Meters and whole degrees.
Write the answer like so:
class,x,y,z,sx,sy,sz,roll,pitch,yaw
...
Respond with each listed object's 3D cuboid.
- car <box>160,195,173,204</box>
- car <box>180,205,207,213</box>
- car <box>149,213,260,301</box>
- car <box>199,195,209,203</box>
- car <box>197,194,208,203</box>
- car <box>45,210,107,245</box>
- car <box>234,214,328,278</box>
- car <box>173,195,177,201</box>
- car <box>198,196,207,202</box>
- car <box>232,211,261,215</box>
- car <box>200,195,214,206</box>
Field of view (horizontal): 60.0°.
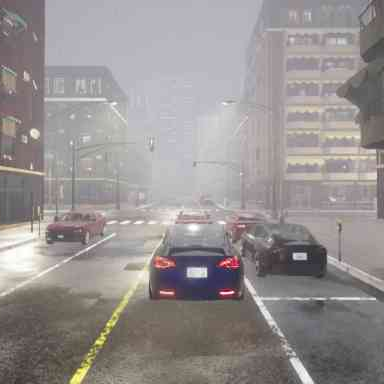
class,x,y,z,sx,sy,sz,roll,pitch,yaw
car,-5.368,1.601,65.088,2.008,1.369,4.403,1,0,0
car,0.082,1.608,18.103,1.895,1.301,4.718,0,0,0
car,0.095,1.507,8.380,2.163,1.488,4.792,0,0,0
car,2.526,1.498,70.794,1.967,1.590,4.097,1,0,0
car,2.564,1.364,63.671,2.192,1.841,5.009,1,0,0
car,-5.284,1.551,15.636,1.887,1.381,4.507,1,0,0
car,2.566,1.570,9.999,1.947,1.339,4.313,1,0,0
car,-5.367,1.630,87.846,1.887,1.381,4.507,1,0,0
car,2.517,1.641,82.174,1.947,1.339,4.313,1,0,0
car,2.563,1.551,15.669,1.887,1.381,4.507,1,0,0
car,2.666,1.581,53.726,1.887,1.381,4.507,1,0,0
